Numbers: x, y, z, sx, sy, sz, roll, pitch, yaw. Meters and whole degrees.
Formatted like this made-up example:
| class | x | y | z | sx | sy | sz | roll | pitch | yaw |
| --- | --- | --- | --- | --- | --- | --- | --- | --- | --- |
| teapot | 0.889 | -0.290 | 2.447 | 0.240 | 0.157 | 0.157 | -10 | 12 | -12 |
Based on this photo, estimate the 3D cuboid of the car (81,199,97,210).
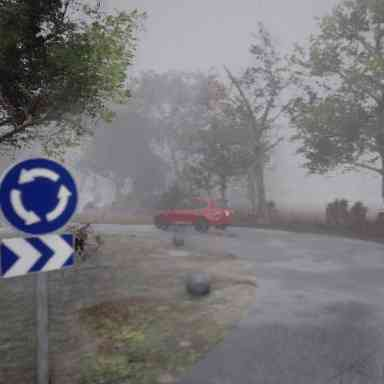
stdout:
| class | x | y | z | sx | sy | sz | roll | pitch | yaw |
| --- | --- | --- | --- | --- | --- | --- | --- | --- | --- |
| car | -19.957 | 2.582 | 63.897 | 1.812 | 1.442 | 4.674 | -2 | 0 | -9 |

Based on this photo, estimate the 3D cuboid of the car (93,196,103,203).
| class | x | y | z | sx | sy | sz | roll | pitch | yaw |
| --- | --- | --- | --- | --- | --- | --- | --- | --- | --- |
| car | -25.699 | 2.022 | 90.906 | 2.150 | 2.045 | 5.566 | -1 | 2 | -16 |

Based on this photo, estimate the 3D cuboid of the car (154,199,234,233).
| class | x | y | z | sx | sy | sz | roll | pitch | yaw |
| --- | --- | --- | --- | --- | --- | --- | --- | --- | --- |
| car | 0.020 | 1.461 | 21.449 | 5.566 | 2.045 | 2.150 | -2 | -2 | 39 |
